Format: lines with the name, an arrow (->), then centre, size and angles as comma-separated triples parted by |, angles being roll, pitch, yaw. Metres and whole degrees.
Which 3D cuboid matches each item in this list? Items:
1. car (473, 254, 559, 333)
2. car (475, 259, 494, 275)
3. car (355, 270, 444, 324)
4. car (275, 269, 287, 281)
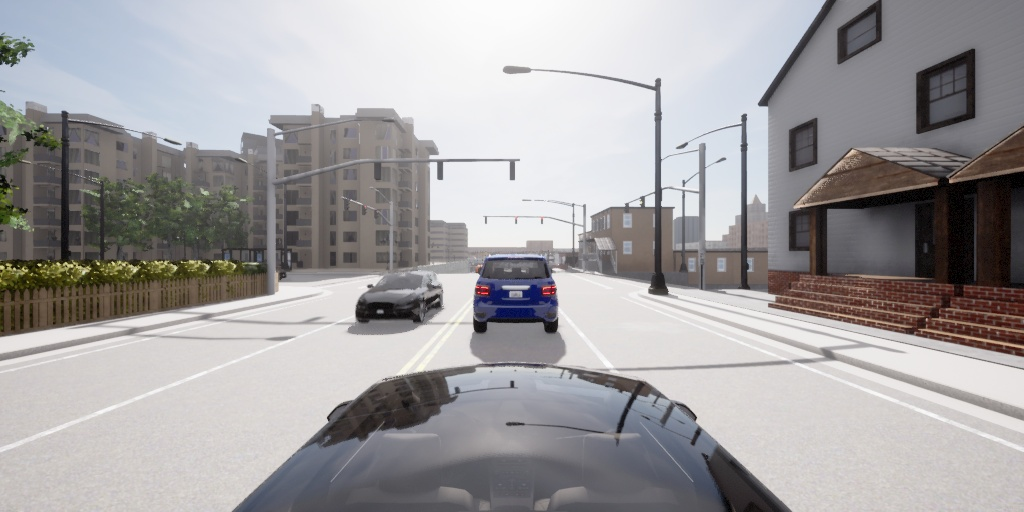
car -> 0.103, 0.971, 10.918 | 2.150, 2.045, 5.566 | 0, 0, 0
car -> -3.549, 1.506, 46.939 | 2.097, 1.767, 4.553 | 1, -5, 0
car -> -3.548, 1.255, 12.137 | 1.837, 1.490, 4.892 | 0, 0, 0
car -> -20.339, 1.255, 28.125 | 4.892, 1.490, 1.837 | 0, 0, 1
